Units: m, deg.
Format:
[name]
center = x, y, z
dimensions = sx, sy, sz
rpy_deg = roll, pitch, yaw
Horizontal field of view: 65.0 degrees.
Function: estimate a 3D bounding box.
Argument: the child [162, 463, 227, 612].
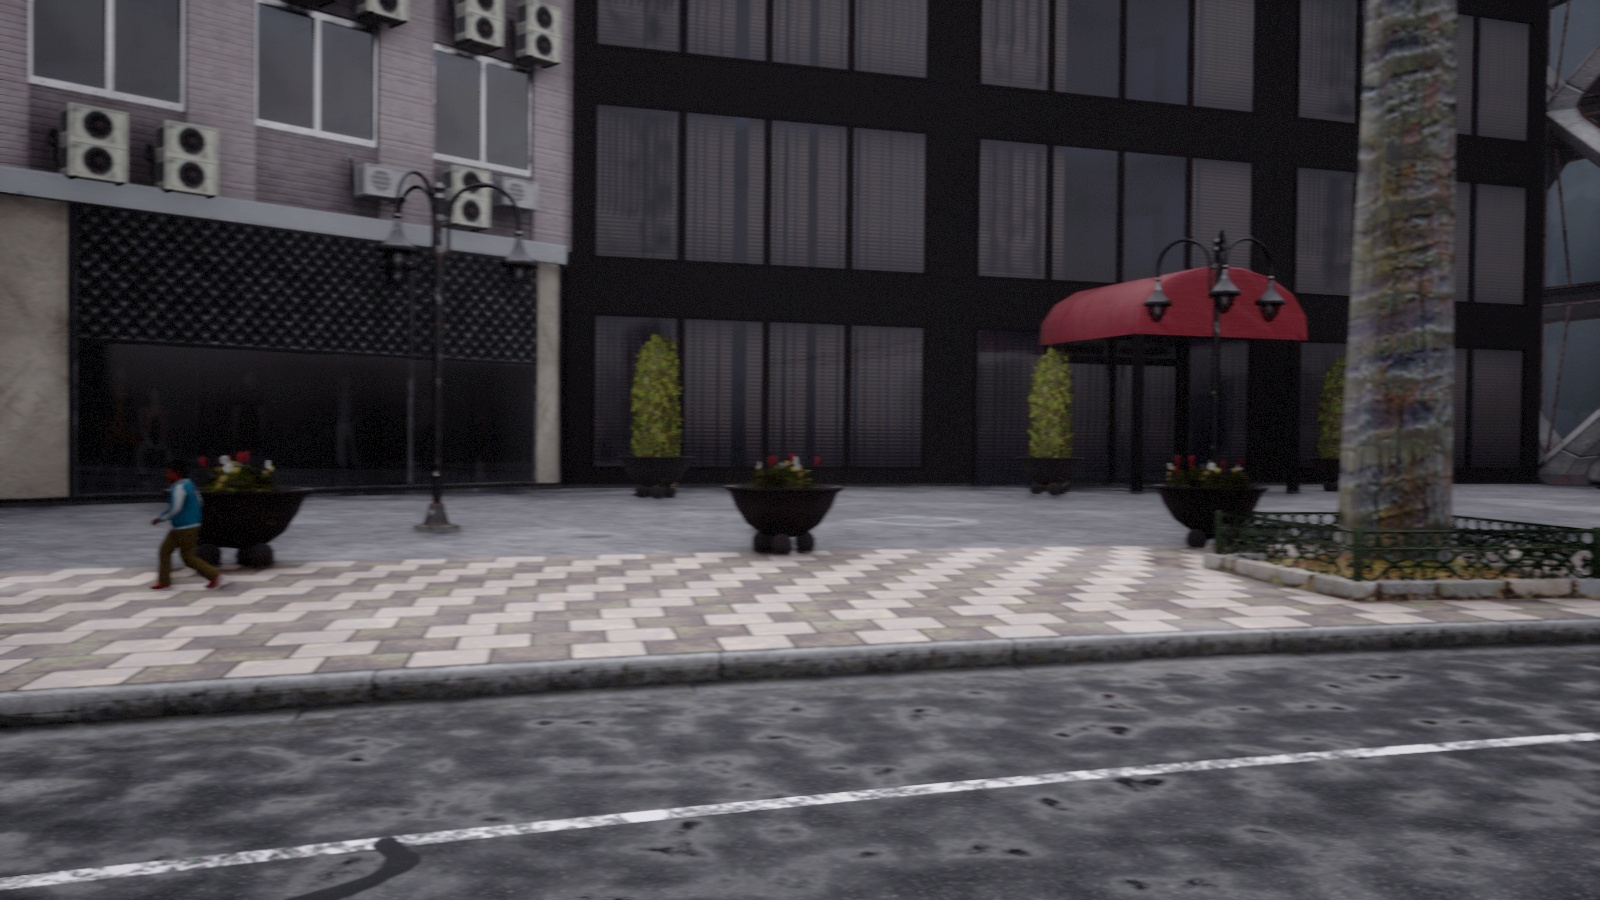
[child]
center = -5.013, 0.709, 10.414
dimensions = 0.448, 1.192, 0.343
rpy_deg = -1, 1, -23
